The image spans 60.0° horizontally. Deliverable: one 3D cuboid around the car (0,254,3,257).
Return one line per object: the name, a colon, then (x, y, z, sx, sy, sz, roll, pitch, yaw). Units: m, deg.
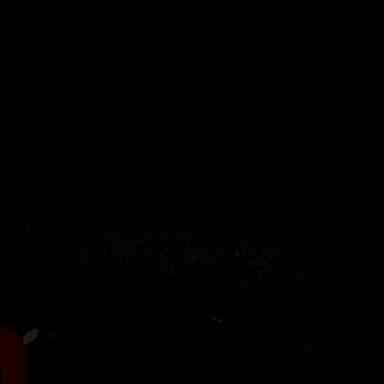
car: (-5.045, 1.607, 6.557, 4.313, 1.339, 1.947, 0, 0, 35)

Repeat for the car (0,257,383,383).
car: (-0.456, 1.556, 3.285, 4.507, 1.381, 1.887, 0, 0, 35)
